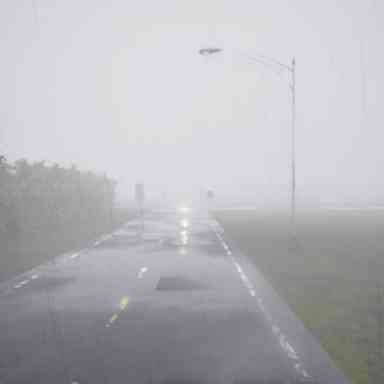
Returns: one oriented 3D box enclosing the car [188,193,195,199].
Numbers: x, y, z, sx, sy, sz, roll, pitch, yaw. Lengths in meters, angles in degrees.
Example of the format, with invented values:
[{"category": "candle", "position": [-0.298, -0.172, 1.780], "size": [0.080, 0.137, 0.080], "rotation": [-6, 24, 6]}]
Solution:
[{"category": "car", "position": [-0.035, 1.351, 92.734], "size": [1.895, 1.301, 4.718], "rotation": [0, 0, 0]}]
